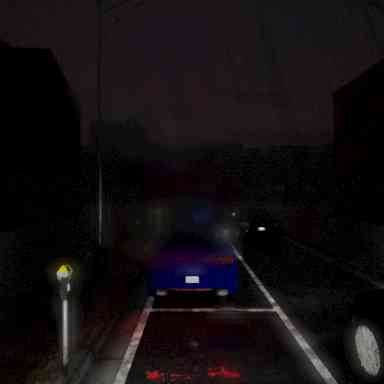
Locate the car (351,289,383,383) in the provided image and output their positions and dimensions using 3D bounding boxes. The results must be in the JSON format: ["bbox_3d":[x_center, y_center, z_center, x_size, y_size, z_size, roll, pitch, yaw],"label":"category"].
[{"bbox_3d":[3.020,1.477,2.378,1.882,1.535,5.008,0,0,0],"label":"car"}]

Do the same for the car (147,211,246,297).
[{"bbox_3d":[0.006,1.477,8.651,1.882,1.535,5.008,0,0,0],"label":"car"}]

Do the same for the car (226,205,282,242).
[{"bbox_3d":[3.046,1.565,16.481,1.994,1.385,4.181,0,0,0],"label":"car"}]

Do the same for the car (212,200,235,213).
[{"bbox_3d":[3.042,1.501,31.485,2.128,1.511,4.902,0,0,0],"label":"car"}]

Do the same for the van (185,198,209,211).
[{"bbox_3d":[0.374,1.345,25.499,1.690,1.788,3.998,-1,0,0],"label":"van"}]
